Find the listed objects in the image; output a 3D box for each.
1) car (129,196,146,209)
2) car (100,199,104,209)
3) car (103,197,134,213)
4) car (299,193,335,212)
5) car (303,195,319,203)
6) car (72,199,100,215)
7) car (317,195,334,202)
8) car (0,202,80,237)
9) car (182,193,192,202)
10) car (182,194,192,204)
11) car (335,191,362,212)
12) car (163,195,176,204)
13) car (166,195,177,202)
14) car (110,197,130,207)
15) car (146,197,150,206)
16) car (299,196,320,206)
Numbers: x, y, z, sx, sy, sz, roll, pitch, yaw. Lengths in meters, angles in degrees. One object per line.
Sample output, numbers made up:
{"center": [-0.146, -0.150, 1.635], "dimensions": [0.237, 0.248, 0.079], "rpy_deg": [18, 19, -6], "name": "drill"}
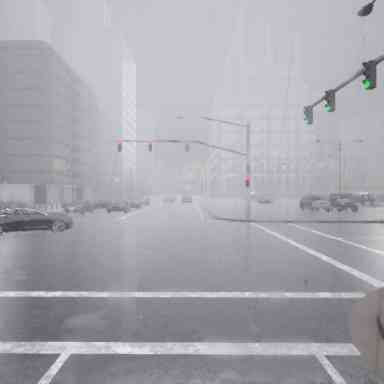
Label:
{"center": [-8.047, 1.352, 45.432], "dimensions": [2.097, 1.767, 4.553], "rpy_deg": [0, 0, 0], "name": "car"}
{"center": [-11.536, 1.601, 43.403], "dimensions": [1.895, 1.301, 4.718], "rpy_deg": [0, 0, 0], "name": "car"}
{"center": [-7.996, 1.564, 36.730], "dimensions": [1.994, 1.385, 4.181], "rpy_deg": [0, 0, 0], "name": "car"}
{"center": [13.159, 1.153, 35.744], "dimensions": [1.932, 1.855, 4.605], "rpy_deg": [0, 0, 0], "name": "car"}
{"center": [24.446, 1.395, 68.286], "dimensions": [1.970, 1.475, 3.806], "rpy_deg": [0, 0, 0], "name": "car"}
{"center": [-11.481, 1.492, 34.135], "dimensions": [2.128, 1.511, 4.902], "rpy_deg": [0, 0, 0], "name": "car"}
{"center": [27.341, 1.364, 68.293], "dimensions": [1.784, 1.438, 3.905], "rpy_deg": [0, 0, 0], "name": "car"}
{"center": [-8.888, 1.491, 17.601], "dimensions": [4.902, 1.511, 2.128], "rpy_deg": [0, 0, -38], "name": "car"}
{"center": [-1.122, 1.181, 74.394], "dimensions": [2.097, 1.767, 4.553], "rpy_deg": [0, 0, 0], "name": "car"}
{"center": [-1.070, 1.601, 65.665], "dimensions": [1.895, 1.301, 4.718], "rpy_deg": [0, 0, 0], "name": "car"}
{"center": [16.053, 1.156, 35.696], "dimensions": [1.905, 1.878, 3.866], "rpy_deg": [0, 0, 0], "name": "car"}
{"center": [-4.569, 1.564, 65.564], "dimensions": [1.994, 1.385, 4.181], "rpy_deg": [0, 0, 0], "name": "car"}
{"center": [-4.623, 1.351, 74.402], "dimensions": [2.128, 1.511, 4.902], "rpy_deg": [0, 0, 0], "name": "car"}
{"center": [-11.592, 1.547, 53.943], "dimensions": [2.033, 1.411, 5.357], "rpy_deg": [0, 0, 0], "name": "car"}
{"center": [-8.096, 1.491, 55.316], "dimensions": [2.128, 1.511, 4.902], "rpy_deg": [0, 0, 0], "name": "car"}
{"center": [18.716, 1.395, 53.170], "dimensions": [1.970, 1.475, 3.806], "rpy_deg": [0, 0, 0], "name": "car"}
